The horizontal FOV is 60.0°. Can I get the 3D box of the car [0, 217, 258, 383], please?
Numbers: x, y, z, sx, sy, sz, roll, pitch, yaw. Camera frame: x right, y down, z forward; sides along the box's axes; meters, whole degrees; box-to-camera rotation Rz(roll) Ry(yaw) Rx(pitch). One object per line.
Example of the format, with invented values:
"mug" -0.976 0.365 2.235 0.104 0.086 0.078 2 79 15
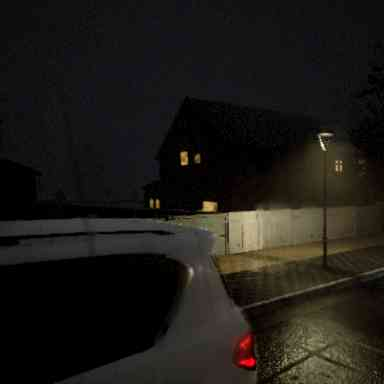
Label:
"car" -2.108 1.226 1.563 5.566 2.045 2.150 0 0 -35
